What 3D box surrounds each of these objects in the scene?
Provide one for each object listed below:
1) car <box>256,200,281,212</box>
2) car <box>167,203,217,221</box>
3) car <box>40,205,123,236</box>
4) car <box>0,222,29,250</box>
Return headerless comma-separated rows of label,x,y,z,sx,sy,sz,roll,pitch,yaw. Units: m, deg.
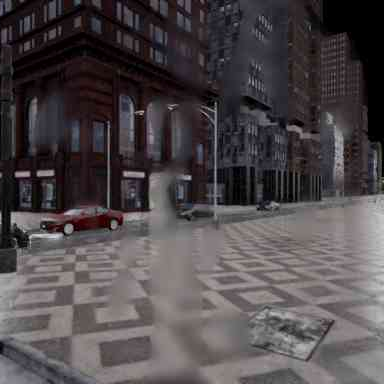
car,9.670,1.760,41.904,1.994,1.385,4.181,0,0,36
car,0.157,1.667,28.570,2.033,1.411,5.357,0,0,35
car,-6.307,1.546,19.479,1.882,1.535,5.008,0,0,36
car,-8.366,1.388,11.844,2.097,1.767,4.553,0,-1,43
